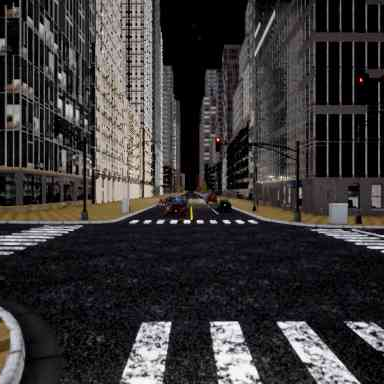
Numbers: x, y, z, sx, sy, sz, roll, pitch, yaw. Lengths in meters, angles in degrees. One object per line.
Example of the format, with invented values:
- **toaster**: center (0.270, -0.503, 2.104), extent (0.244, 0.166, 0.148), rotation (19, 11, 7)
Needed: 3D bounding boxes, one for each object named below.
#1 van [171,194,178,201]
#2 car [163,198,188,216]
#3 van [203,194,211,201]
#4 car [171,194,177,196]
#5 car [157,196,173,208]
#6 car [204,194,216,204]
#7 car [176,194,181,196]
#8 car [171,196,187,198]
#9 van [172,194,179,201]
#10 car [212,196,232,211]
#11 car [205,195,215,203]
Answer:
- **van**: center (-4.203, 1.319, 80.402), extent (1.690, 1.788, 3.998), rotation (0, 0, 0)
- **car**: center (-1.517, 1.580, 33.078), extent (1.994, 1.385, 4.181), rotation (0, 0, 0)
- **van**: center (3.677, 1.319, 80.439), extent (1.690, 1.788, 3.998), rotation (0, 0, 0)
- **car**: center (-4.125, 1.562, 63.819), extent (1.947, 1.339, 4.313), rotation (0, 0, 0)
- **car**: center (-4.048, 1.591, 47.236), extent (1.802, 1.307, 4.206), rotation (0, 0, 0)
- **car**: center (3.755, 1.311, 63.856), extent (2.192, 1.841, 5.009), rotation (0, 0, 0)
- **car**: center (-1.598, 1.545, 63.154), extent (2.033, 1.411, 5.357), rotation (0, 0, 0)
- **car**: center (-1.564, 1.612, 43.831), extent (1.895, 1.301, 4.718), rotation (0, 0, 0)
- **van**: center (-4.229, 1.313, 85.929), extent (1.690, 1.788, 3.998), rotation (0, 0, 0)
- **car**: center (3.908, 1.578, 41.747), extent (1.947, 1.339, 4.313), rotation (0, 0, 0)
- **car**: center (3.729, 1.430, 69.384), extent (1.967, 1.590, 4.097), rotation (0, 0, 0)
